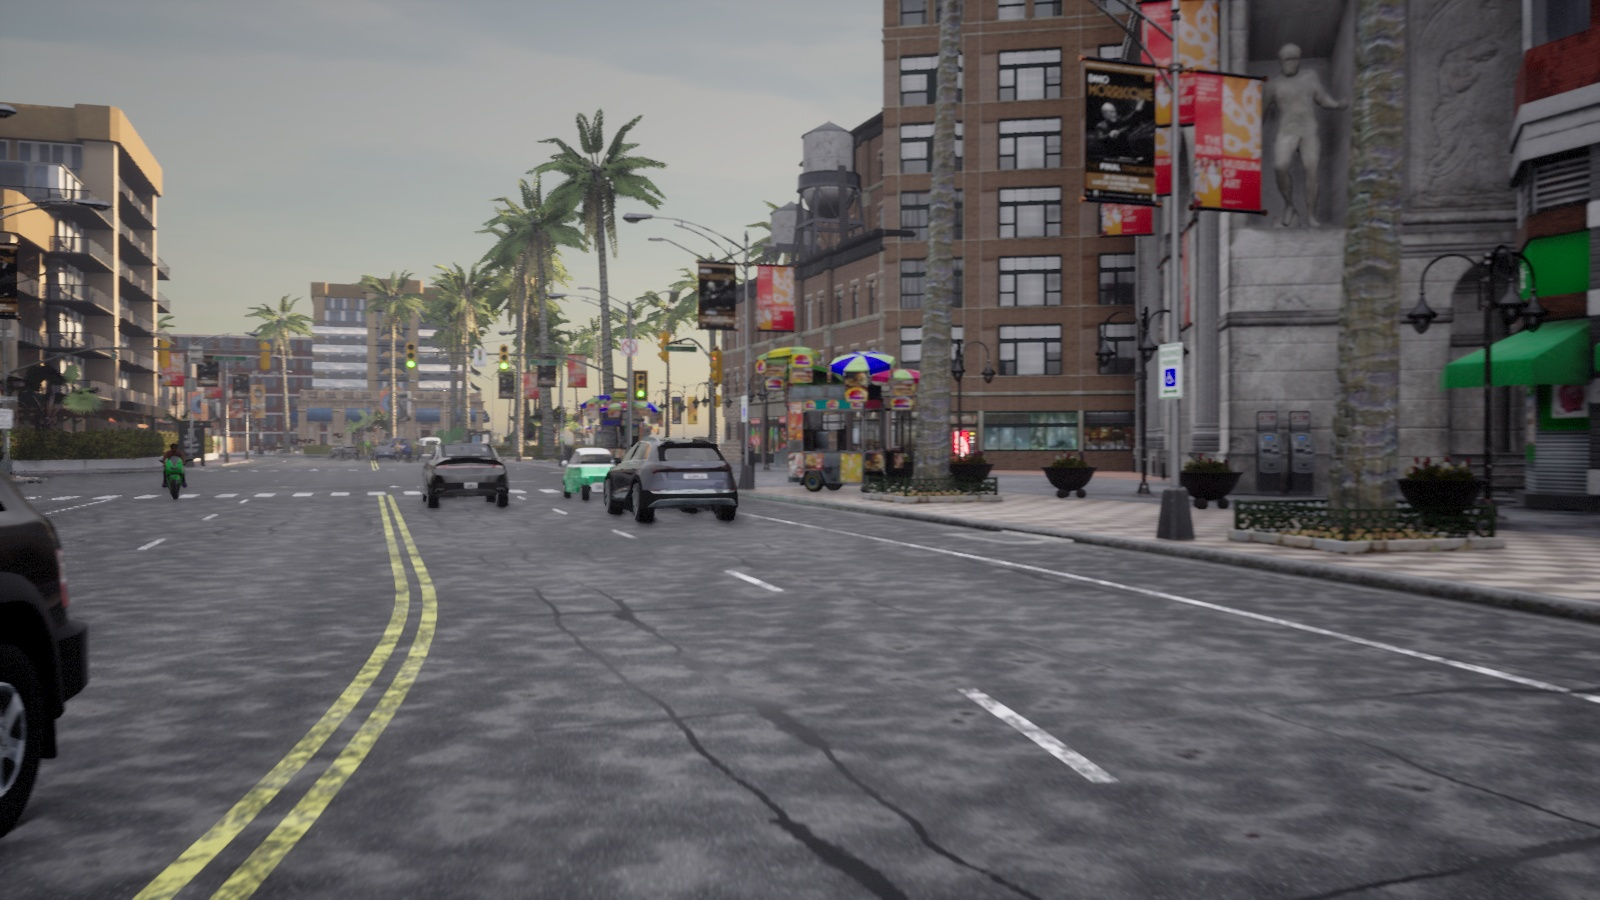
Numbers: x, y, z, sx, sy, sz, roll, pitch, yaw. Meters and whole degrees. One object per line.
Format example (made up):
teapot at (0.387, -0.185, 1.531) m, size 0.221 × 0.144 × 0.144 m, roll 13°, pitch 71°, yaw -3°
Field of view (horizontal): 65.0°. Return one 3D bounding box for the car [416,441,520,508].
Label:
car at (-8.242, 0.530, 30.848) m, size 2.128 × 1.511 × 4.902 m, roll 0°, pitch 0°, yaw -19°

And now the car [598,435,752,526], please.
car at (-2.638, 0.535, 25.278) m, size 2.033 × 1.649 × 4.856 m, roll 0°, pitch 0°, yaw -19°

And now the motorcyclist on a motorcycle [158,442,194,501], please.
motorcyclist on a motorcycle at (-16.723, 0.542, 33.664) m, size 0.797 × 1.523 × 2.044 m, roll -1°, pitch 1°, yaw -26°

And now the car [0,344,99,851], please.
car at (-3.696, 0.547, 3.019) m, size 1.932 × 1.855 × 4.605 m, roll 0°, pitch 0°, yaw -7°

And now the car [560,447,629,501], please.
car at (-5.533, 0.612, 33.745) m, size 1.481 × 1.376 × 2.207 m, roll 0°, pitch 1°, yaw -19°
